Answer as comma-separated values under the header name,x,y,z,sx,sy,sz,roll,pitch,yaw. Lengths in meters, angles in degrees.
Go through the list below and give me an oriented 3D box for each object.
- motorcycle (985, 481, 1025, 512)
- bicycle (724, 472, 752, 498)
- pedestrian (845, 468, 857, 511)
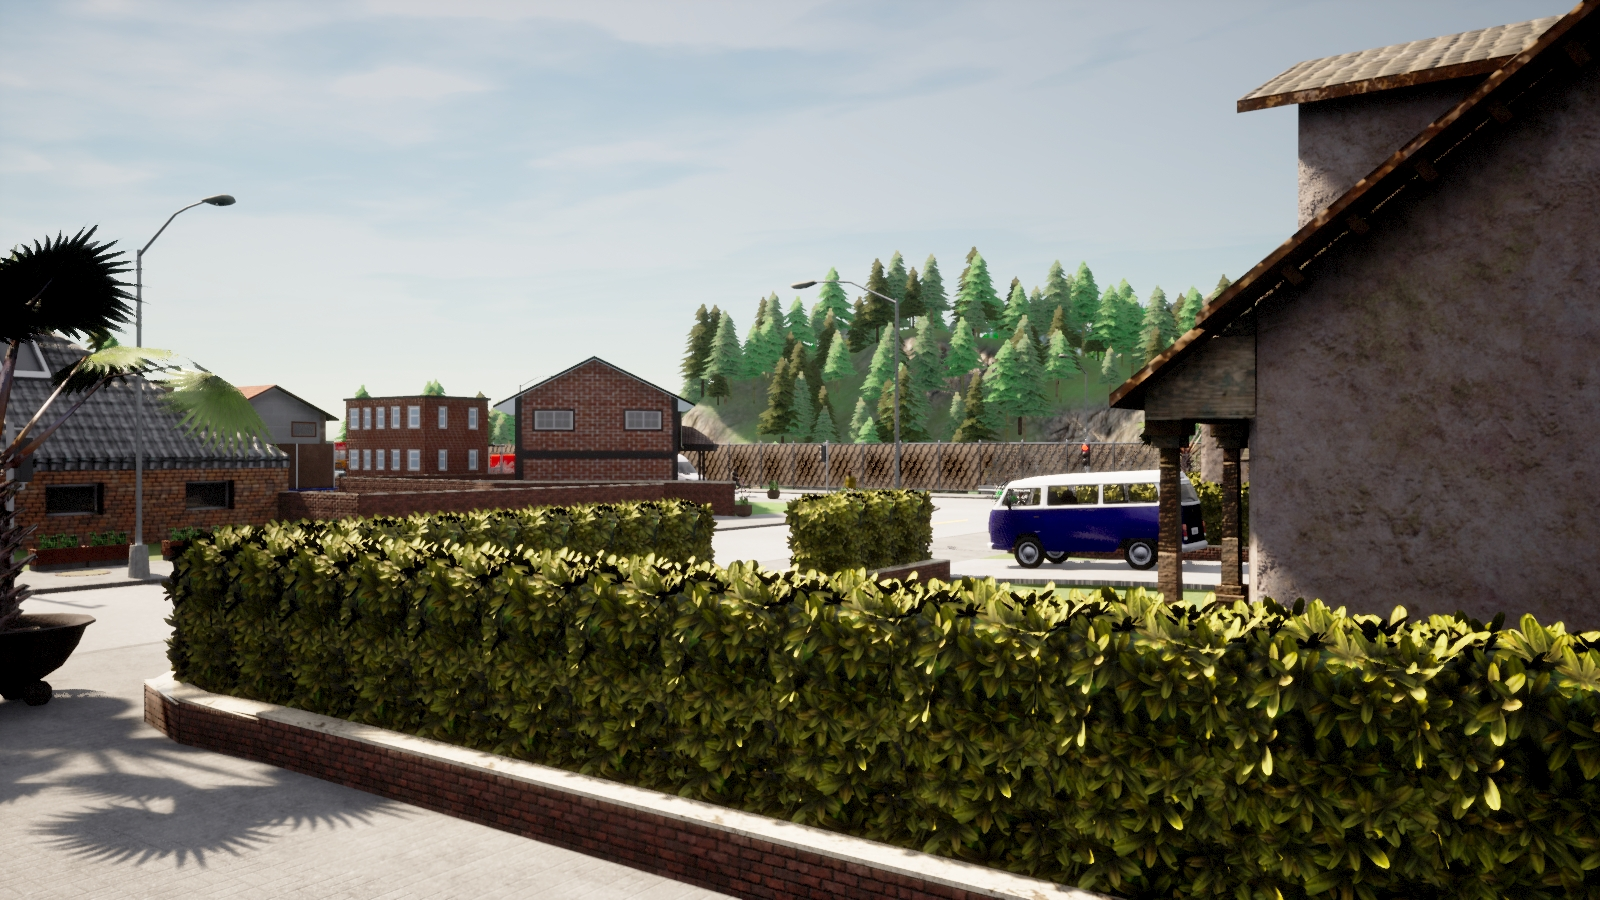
name,x,y,z,sx,sy,sz,roll,pitch,yaw
motorcycle,9.378,2.133,52.266,0.856,1.316,1.805,3,2,44
bicycle,-3.643,2.044,67.431,1.835,1.471,0.329,0,0,35
pedestrian,2.259,1.735,50.487,0.375,1.860,0.375,0,0,39
